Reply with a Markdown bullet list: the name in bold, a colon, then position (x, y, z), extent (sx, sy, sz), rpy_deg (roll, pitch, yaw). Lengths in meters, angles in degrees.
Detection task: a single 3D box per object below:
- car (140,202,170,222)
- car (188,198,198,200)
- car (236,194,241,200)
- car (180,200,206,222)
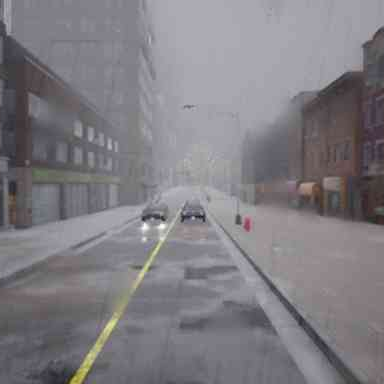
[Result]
- **car**: position (-2.808, 1.536, 26.496), extent (2.033, 1.411, 5.357), rpy_deg (0, 0, 1)
- **car**: position (0.081, 1.473, 43.050), extent (1.994, 1.385, 4.181), rpy_deg (0, 0, 0)
- **car**: position (12.692, 0.915, 76.625), extent (5.009, 1.841, 2.192), rpy_deg (1, 1, 0)
- **car**: position (0.087, 1.590, 26.389), extent (1.895, 1.301, 4.718), rpy_deg (0, 0, 0)
